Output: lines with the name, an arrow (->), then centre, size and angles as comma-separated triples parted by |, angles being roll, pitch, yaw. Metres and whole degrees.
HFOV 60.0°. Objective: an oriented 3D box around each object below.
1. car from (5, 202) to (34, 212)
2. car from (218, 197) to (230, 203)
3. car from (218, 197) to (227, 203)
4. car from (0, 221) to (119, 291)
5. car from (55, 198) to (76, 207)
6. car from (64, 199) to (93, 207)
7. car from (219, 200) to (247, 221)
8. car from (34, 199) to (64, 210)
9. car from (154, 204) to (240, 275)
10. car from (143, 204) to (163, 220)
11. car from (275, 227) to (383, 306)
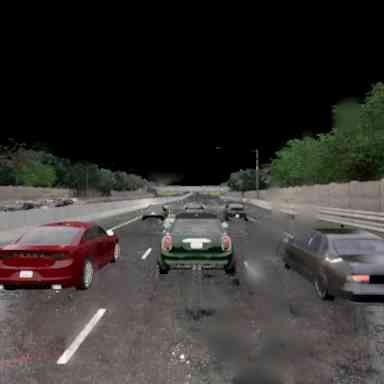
car -> -20.873, 1.867, 40.493 | 1.994, 1.385, 4.181 | 0, 0, 1
car -> 7.556, 1.967, 74.659 | 2.128, 1.511, 4.902 | 0, -1, 2
car -> 7.833, 2.115, 85.352 | 1.994, 1.385, 4.181 | 0, -1, 1
car -> -3.379, 1.547, 9.269 | 1.882, 1.535, 5.008 | 0, 0, 0
car -> -23.420, 1.964, 61.730 | 2.128, 1.511, 4.902 | 0, 0, -2
car -> -13.865, 1.791, 41.713 | 1.882, 1.535, 5.008 | 0, 0, 1
car -> 3.723, 1.728, 29.603 | 1.837, 1.490, 4.892 | 0, 0, 0
car -> -17.361, 1.806, 41.932 | 2.128, 1.511, 4.902 | 0, 0, 1
car -> 0.127, 1.434, 10.859 | 2.097, 1.767, 4.553 | 0, 0, 0
car -> -3.272, 1.791, 30.217 | 1.994, 1.385, 4.181 | 0, 0, 0
car -> 3.617, 1.611, 8.412 | 2.033, 1.411, 5.357 | 0, 0, 0
